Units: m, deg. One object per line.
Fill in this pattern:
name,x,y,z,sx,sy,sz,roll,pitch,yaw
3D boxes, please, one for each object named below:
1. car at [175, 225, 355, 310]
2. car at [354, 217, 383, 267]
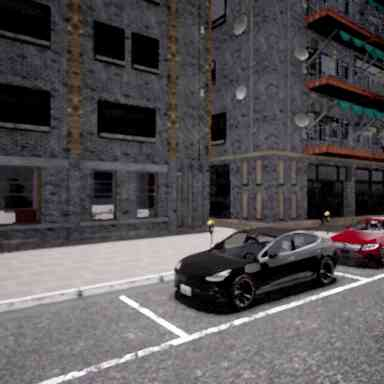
car,1.647,1.529,7.762,4.313,1.339,1.947,0,1,-36
car,6.239,1.513,11.076,4.206,1.307,1.802,0,1,-36
